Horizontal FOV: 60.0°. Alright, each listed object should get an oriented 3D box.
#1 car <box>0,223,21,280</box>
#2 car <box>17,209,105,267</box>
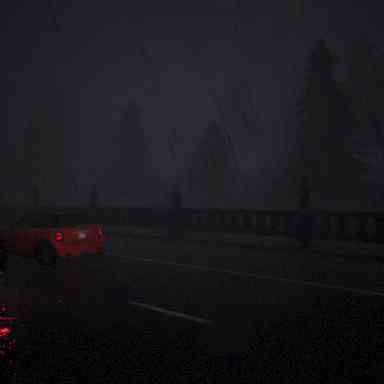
[{"bbox_3d":[-6.784,1.612,8.834,4.892,1.490,1.837,-1,0,36],"label":"car"},{"bbox_3d":[-5.303,1.466,12.078,4.553,1.767,2.097,-1,0,36],"label":"car"}]
